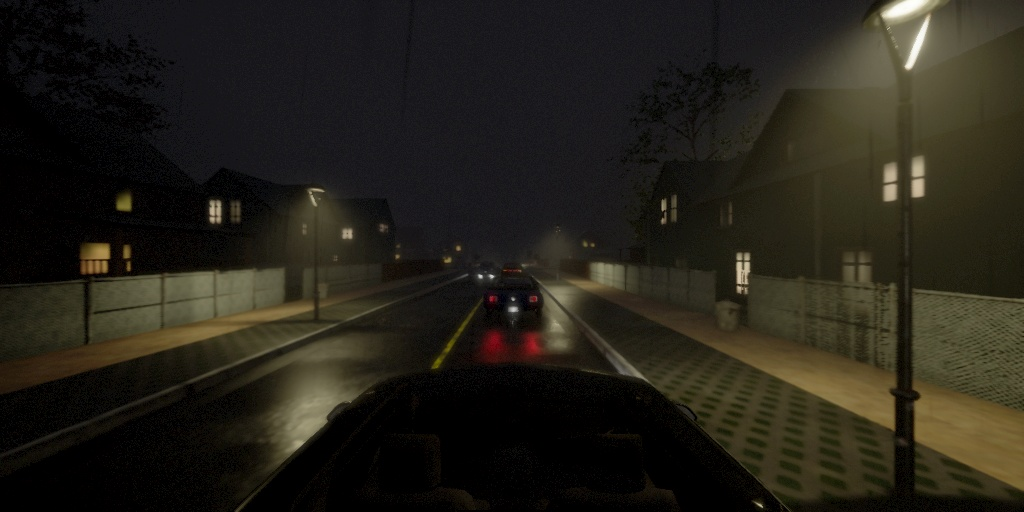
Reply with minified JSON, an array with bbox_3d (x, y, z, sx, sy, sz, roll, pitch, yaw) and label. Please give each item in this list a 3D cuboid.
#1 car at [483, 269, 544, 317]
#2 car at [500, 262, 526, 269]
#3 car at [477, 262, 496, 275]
[{"bbox_3d":[0.062,1.329,13.072,1.895,1.301,4.718,0,0,0],"label":"car"},{"bbox_3d":[0.068,1.259,28.796,1.837,1.490,4.892,0,0,0],"label":"car"},{"bbox_3d":[-2.793,1.327,40.620,2.033,1.411,5.357,0,0,0],"label":"car"}]
